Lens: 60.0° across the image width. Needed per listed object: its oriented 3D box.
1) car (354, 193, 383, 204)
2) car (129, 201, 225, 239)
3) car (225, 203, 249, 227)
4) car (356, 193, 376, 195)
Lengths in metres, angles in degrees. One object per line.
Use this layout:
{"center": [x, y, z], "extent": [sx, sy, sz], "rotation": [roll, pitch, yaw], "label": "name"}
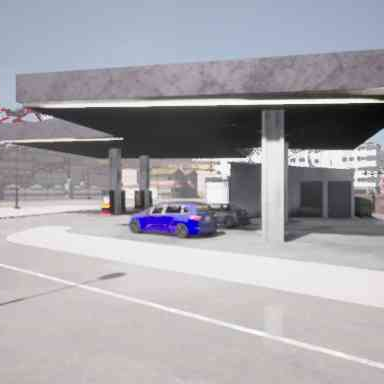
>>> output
{"center": [34.304, 1.214, 63.834], "extent": [5.566, 2.045, 2.150], "rotation": [0, 0, 36], "label": "car"}
{"center": [-1.040, 1.283, 16.540], "extent": [4.611, 1.667, 2.242], "rotation": [0, 0, 36], "label": "car"}
{"center": [1.676, 1.443, 21.659], "extent": [3.806, 1.475, 1.970], "rotation": [0, 0, 36], "label": "car"}
{"center": [32.625, 1.467, 60.731], "extent": [5.008, 1.535, 1.882], "rotation": [0, 0, 36], "label": "car"}
